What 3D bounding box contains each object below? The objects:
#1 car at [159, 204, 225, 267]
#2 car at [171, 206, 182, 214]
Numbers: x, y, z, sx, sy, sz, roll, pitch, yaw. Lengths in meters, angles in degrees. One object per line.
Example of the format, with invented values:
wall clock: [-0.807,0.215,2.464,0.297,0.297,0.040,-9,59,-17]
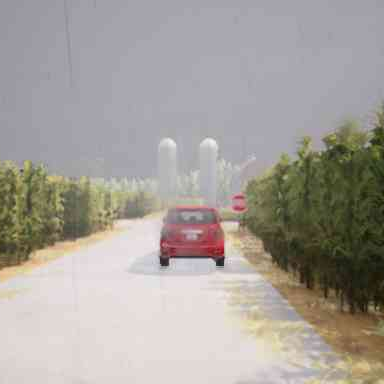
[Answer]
car: [0.010,1.532,12.658,2.150,2.045,5.566,0,-2,0]
car: [-3.092,3.590,67.019,1.882,1.535,5.008,0,-2,0]
